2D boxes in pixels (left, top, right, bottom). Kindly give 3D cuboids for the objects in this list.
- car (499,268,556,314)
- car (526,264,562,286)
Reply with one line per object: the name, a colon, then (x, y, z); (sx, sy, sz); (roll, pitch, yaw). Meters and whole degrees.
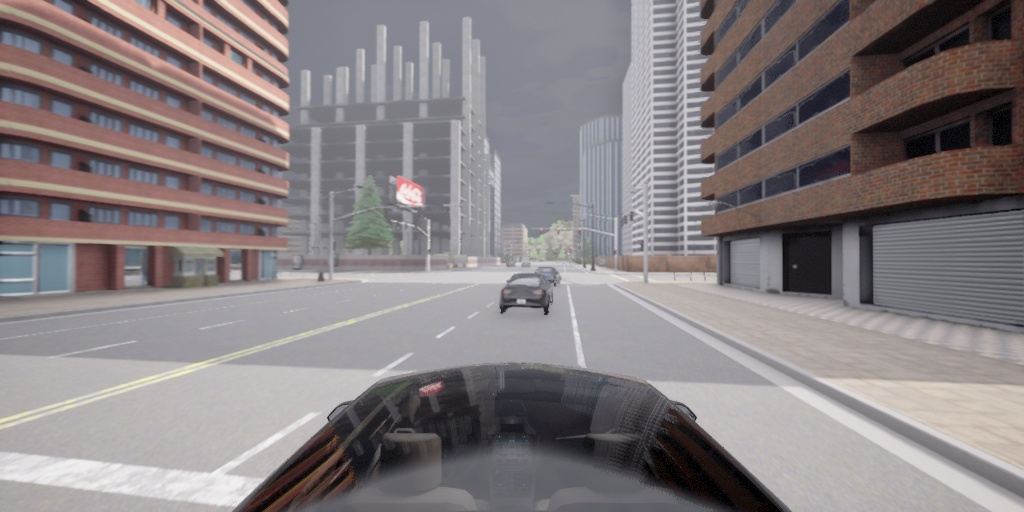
car: (0.663, 1.390, 14.438); (1.812, 1.442, 4.674); (0, 0, 9)
car: (2.712, 1.533, 27.881); (2.033, 1.411, 5.357); (0, -1, 13)
